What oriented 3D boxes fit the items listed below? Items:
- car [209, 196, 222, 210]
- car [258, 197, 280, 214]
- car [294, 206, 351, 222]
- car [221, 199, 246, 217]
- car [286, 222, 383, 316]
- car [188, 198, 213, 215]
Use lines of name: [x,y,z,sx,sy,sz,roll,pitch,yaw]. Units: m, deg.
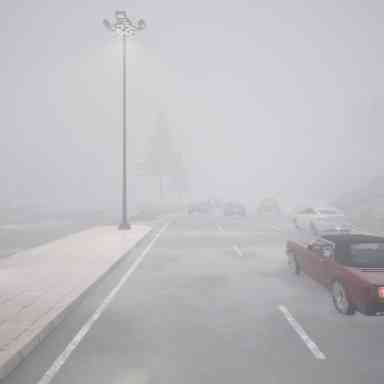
car: [3.188,1.351,44.010,2.097,1.767,4.553,0,0,15]
car: [8.088,1.351,35.162,2.097,1.767,4.553,0,0,11]
car: [7.101,1.525,18.435,1.812,1.442,4.674,0,0,0]
car: [4.012,1.563,31.602,1.994,1.385,4.181,0,0,4]
car: [3.601,1.600,7.428,1.895,1.301,4.718,0,0,0]
car: [0.802,1.600,33.996,1.895,1.301,4.718,0,0,8]
